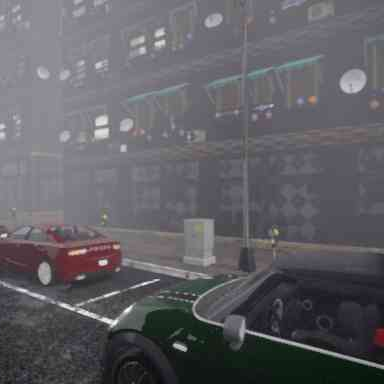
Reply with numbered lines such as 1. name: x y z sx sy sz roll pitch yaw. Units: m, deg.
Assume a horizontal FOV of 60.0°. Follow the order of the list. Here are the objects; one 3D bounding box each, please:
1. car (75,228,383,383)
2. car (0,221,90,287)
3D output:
1. car: 1.239 1.346 3.074 4.553 1.767 2.097 1 1 36
2. car: -3.829 1.440 8.855 4.507 1.381 1.887 1 -1 36
